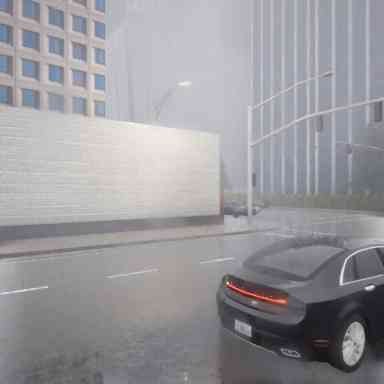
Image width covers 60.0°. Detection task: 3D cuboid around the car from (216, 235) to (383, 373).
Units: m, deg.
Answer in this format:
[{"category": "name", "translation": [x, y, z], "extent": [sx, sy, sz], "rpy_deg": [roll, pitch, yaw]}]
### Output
[{"category": "car", "translation": [2.640, 1.505, 5.680], "extent": [4.892, 1.490, 1.837], "rpy_deg": [0, 0, -35]}]

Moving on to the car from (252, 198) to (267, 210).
[{"category": "car", "translation": [5.157, 1.547, 35.390], "extent": [2.128, 1.511, 4.902], "rpy_deg": [0, 0, -36]}]

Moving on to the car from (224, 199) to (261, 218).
[{"category": "car", "translation": [3.593, 1.603, 31.559], "extent": [2.033, 1.411, 5.357], "rpy_deg": [0, 0, -36]}]

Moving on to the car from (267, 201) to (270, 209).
[{"category": "car", "translation": [8.031, 1.546, 43.828], "extent": [2.128, 1.511, 4.902], "rpy_deg": [0, 0, -36]}]
